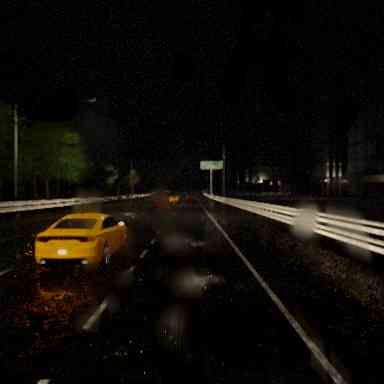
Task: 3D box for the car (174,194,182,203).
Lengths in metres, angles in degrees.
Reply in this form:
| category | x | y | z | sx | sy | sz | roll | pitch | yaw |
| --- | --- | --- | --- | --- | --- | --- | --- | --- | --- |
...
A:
| category | x | y | z | sx | sy | sz | roll | pitch | yaw |
| --- | --- | --- | --- | --- | --- | --- | --- | --- | --- |
| car | -3.714 | 1.438 | 71.158 | 1.882 | 1.535 | 5.008 | 0 | 0 | 0 |

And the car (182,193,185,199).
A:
| category | x | y | z | sx | sy | sz | roll | pitch | yaw |
| --- | --- | --- | --- | --- | --- | --- | --- | --- | --- |
| car | -3.727 | 1.414 | 95.555 | 1.812 | 1.442 | 4.674 | 0 | 0 | 0 |

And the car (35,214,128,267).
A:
| category | x | y | z | sx | sy | sz | roll | pitch | yaw |
| --- | --- | --- | --- | --- | --- | --- | --- | --- | --- |
| car | -3.503 | 1.476 | 11.457 | 1.882 | 1.535 | 5.008 | 0 | 0 | 0 |

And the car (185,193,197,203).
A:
| category | x | y | z | sx | sy | sz | roll | pitch | yaw |
| --- | --- | --- | --- | --- | --- | --- | --- | --- | --- |
| car | -0.097 | 1.444 | 67.010 | 1.882 | 1.535 | 5.008 | 0 | 0 | 0 |

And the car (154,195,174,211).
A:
| category | x | y | z | sx | sy | sz | roll | pitch | yaw |
| --- | --- | --- | --- | --- | --- | --- | --- | --- | --- |
| car | -3.575 | 1.469 | 41.109 | 1.882 | 1.535 | 5.008 | 0 | 0 | 0 |
